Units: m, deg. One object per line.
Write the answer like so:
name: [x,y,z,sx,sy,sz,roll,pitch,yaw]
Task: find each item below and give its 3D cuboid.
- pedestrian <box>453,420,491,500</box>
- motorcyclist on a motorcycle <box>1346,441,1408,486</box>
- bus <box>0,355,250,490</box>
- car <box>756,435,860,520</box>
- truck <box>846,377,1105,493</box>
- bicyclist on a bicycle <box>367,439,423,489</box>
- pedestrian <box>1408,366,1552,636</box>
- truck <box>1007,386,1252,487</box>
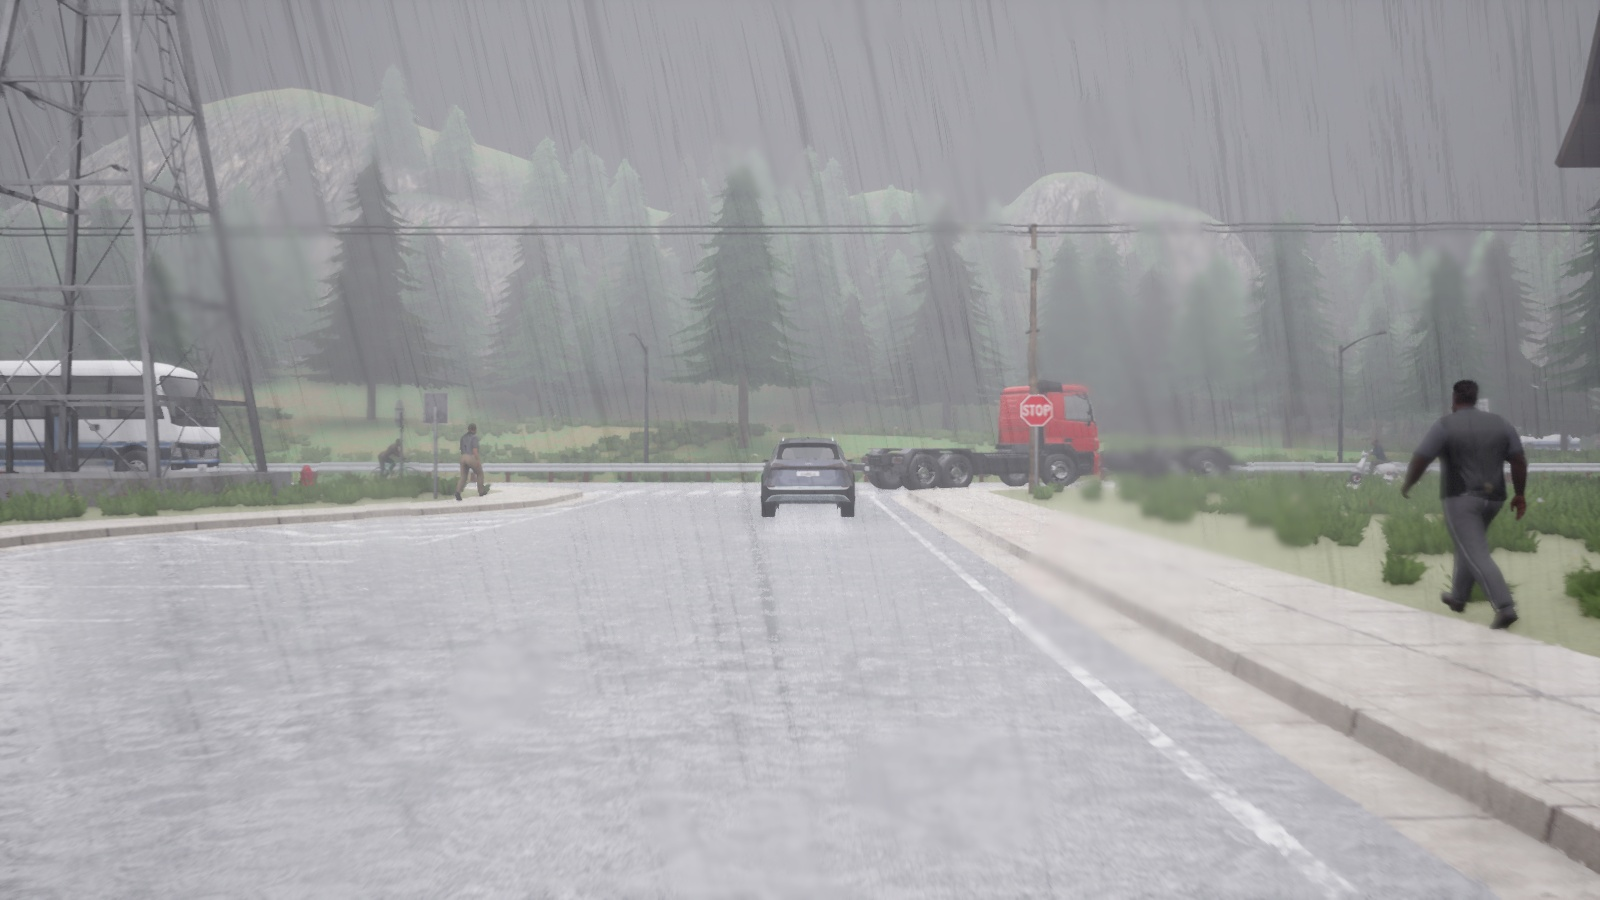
pedestrian: [-7.681,0.230,29.384,0.540,1.848,0.694,0,0,25]
motorcyclist on a motorcycle: [20.349,0.467,44.311,1.817,1.590,0.866,0,0,1]
bus: [-24.323,-0.885,41.846,10.273,4.253,3.944,0,0,1]
car: [0.169,0.525,26.901,2.033,1.649,4.856,0,0,0]
truck: [5.663,-0.458,40.271,7.936,3.462,2.891,0,0,-25]
bicyclist on a bicycle: [-13.397,0.454,41.599,1.656,1.620,0.582,0,0,1]
pedestrian: [4.942,0.354,9.174,0.563,1.883,0.849,0,0,-3]
truck: [11.535,-0.476,44.514,7.936,3.462,2.891,0,0,1]
